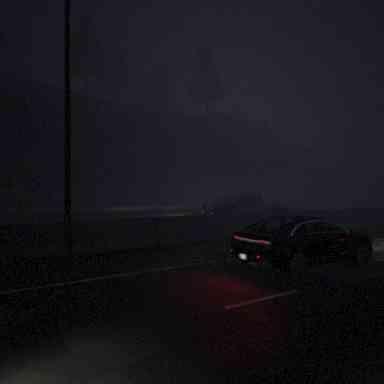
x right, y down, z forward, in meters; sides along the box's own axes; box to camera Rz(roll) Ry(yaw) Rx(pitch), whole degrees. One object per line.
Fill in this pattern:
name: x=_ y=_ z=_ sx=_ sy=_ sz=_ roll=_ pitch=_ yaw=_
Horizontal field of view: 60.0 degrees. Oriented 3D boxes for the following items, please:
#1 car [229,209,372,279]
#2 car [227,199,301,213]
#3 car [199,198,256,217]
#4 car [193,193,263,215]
car: x=3.381 y=1.455 z=9.953 sx=4.902 sy=1.511 sz=2.128 roll=0 pitch=0 yaw=-32
car: x=5.435 y=1.465 z=23.510 sx=5.357 sy=1.411 sz=2.033 roll=0 pitch=0 yaw=-28
car: x=3.263 y=1.377 z=30.224 sx=5.008 sy=1.535 sz=1.882 roll=0 pitch=0 yaw=-27
car: x=3.233 y=1.134 z=26.269 sx=5.566 sy=2.045 sz=2.150 roll=0 pitch=0 yaw=-28
